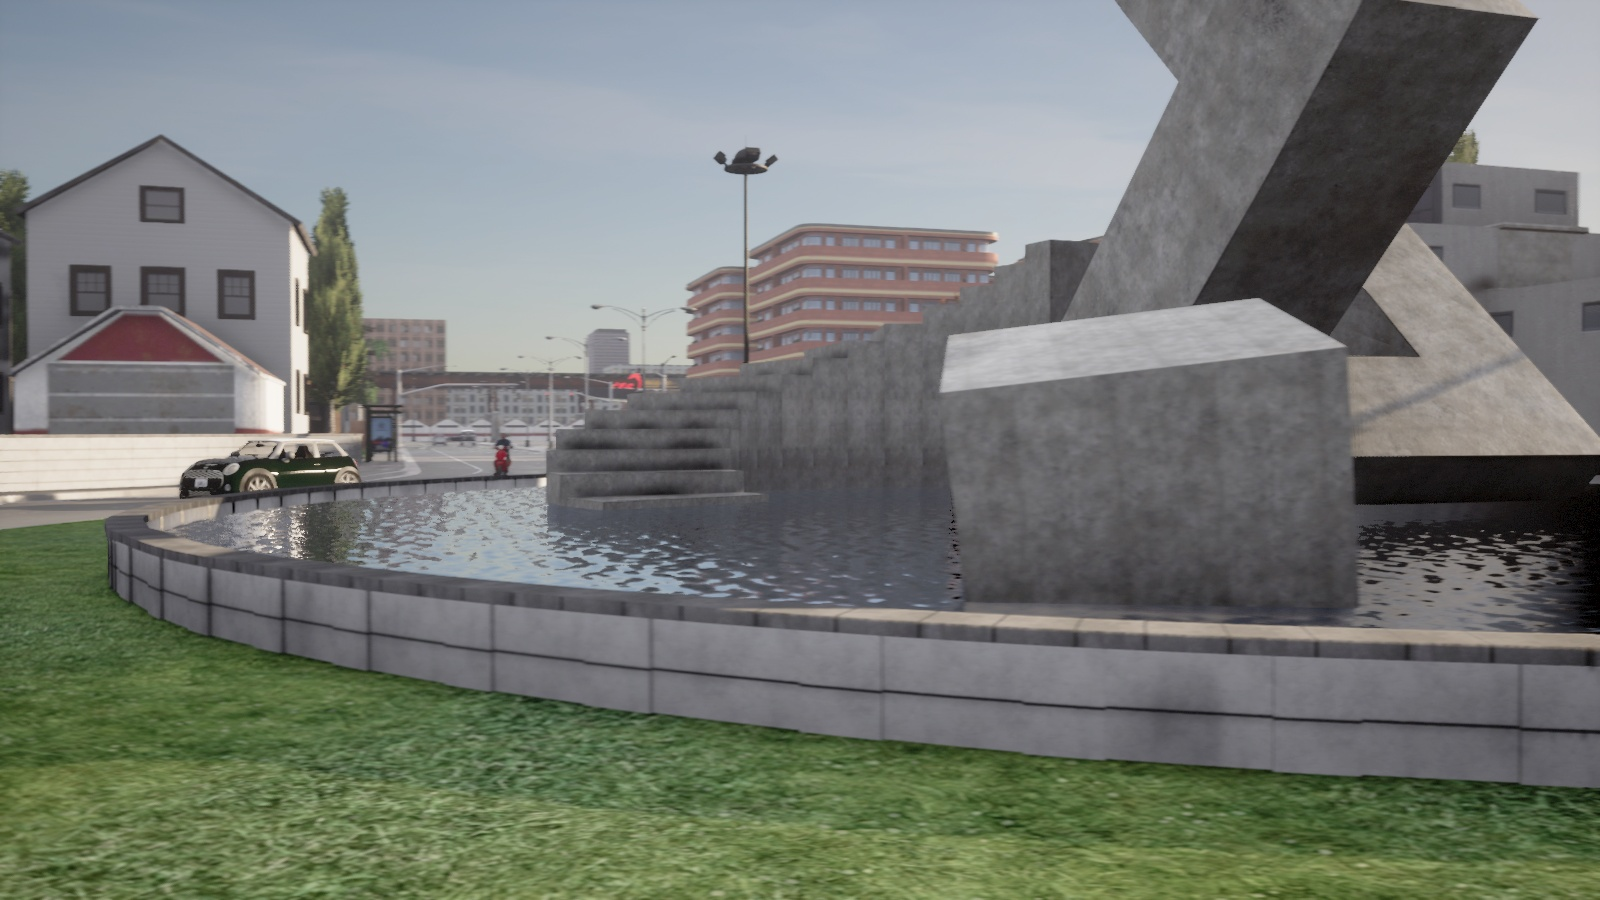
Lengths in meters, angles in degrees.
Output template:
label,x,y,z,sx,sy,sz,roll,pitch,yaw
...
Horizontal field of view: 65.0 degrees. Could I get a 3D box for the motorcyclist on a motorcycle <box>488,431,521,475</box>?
label,x,y,z,sx,sy,sz,roll,pitch,yaw
motorcyclist on a motorcycle,-10.828,0.089,46.045,0.866,1.590,1.817,0,1,-3

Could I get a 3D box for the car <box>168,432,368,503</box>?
label,x,y,z,sx,sy,sz,roll,pitch,yaw
car,-11.979,0.342,28.523,1.970,1.475,3.806,1,1,27
